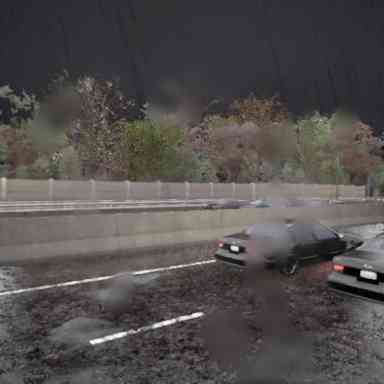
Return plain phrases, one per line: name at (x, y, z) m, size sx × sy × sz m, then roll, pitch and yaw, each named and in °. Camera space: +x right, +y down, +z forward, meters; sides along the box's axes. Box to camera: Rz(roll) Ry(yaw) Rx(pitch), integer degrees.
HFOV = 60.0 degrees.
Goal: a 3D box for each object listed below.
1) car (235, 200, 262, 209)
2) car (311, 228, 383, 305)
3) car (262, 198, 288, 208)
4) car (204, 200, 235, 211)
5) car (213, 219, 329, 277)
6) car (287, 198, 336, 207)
car at (7.172, 1.539, 34.910) m, size 4.674 × 1.442 × 1.812 m, roll 0°, pitch 0°, yaw -35°
car at (5.239, 1.550, 7.486) m, size 5.357 × 1.411 × 2.033 m, roll 0°, pitch 0°, yaw -36°
car at (9.325, 1.366, 32.145) m, size 4.553 × 1.767 × 2.097 m, roll 0°, pitch 0°, yaw -35°
car at (3.941, 1.559, 36.907) m, size 5.357 × 1.411 × 2.033 m, roll 0°, pitch 0°, yaw -35°
car at (3.184, 1.549, 10.321) m, size 5.357 × 1.411 × 2.033 m, roll 0°, pitch 0°, yaw -36°
car at (10.919, 1.491, 28.985) m, size 5.008 × 1.535 × 1.882 m, roll 0°, pitch 0°, yaw -35°
